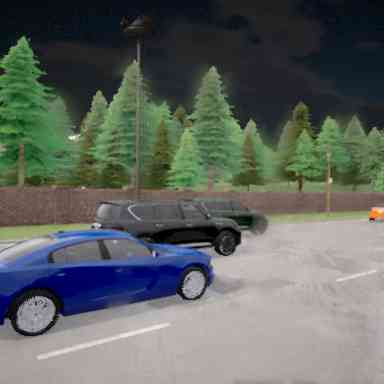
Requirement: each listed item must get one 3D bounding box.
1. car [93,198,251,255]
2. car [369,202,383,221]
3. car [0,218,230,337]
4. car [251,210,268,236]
[{"bbox_3d":[-0.768,1.288,11.803,5.566,2.045,2.150,1,0,-36],"label":"car"},{"bbox_3d":[17.614,1.691,29.244,4.553,1.767,2.097,1,0,-36],"label":"car"},{"bbox_3d":[-1.799,1.503,6.764,5.008,1.535,1.882,1,0,-36],"label":"car"},{"bbox_3d":[1.613,1.347,17.808,5.566,2.045,2.150,1,0,-36],"label":"car"}]
